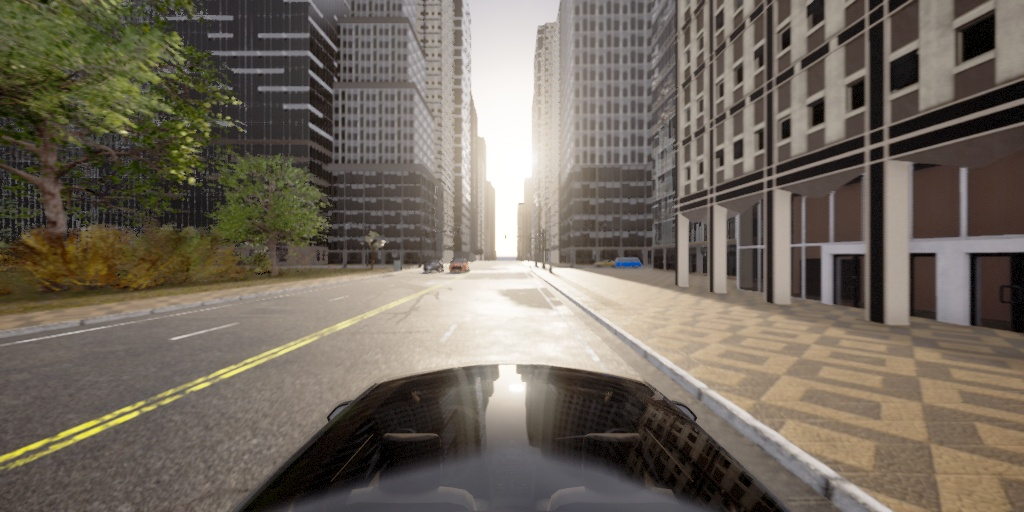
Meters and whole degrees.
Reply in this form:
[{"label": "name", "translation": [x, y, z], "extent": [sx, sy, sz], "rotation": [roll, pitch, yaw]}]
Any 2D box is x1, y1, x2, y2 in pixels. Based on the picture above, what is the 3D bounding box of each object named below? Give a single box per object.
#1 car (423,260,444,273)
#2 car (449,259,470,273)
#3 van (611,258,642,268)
[{"label": "car", "translation": [-9.802, 1.272, 45.053], "extent": [2.128, 1.511, 4.902], "rotation": [0, 0, 1]}, {"label": "car", "translation": [-6.554, 1.131, 44.838], "extent": [2.097, 1.767, 4.553], "rotation": [0, 0, 0]}, {"label": "van", "translation": [18.351, 1.175, 56.744], "extent": [3.998, 1.789, 1.690], "rotation": [0, 0, 2]}]
